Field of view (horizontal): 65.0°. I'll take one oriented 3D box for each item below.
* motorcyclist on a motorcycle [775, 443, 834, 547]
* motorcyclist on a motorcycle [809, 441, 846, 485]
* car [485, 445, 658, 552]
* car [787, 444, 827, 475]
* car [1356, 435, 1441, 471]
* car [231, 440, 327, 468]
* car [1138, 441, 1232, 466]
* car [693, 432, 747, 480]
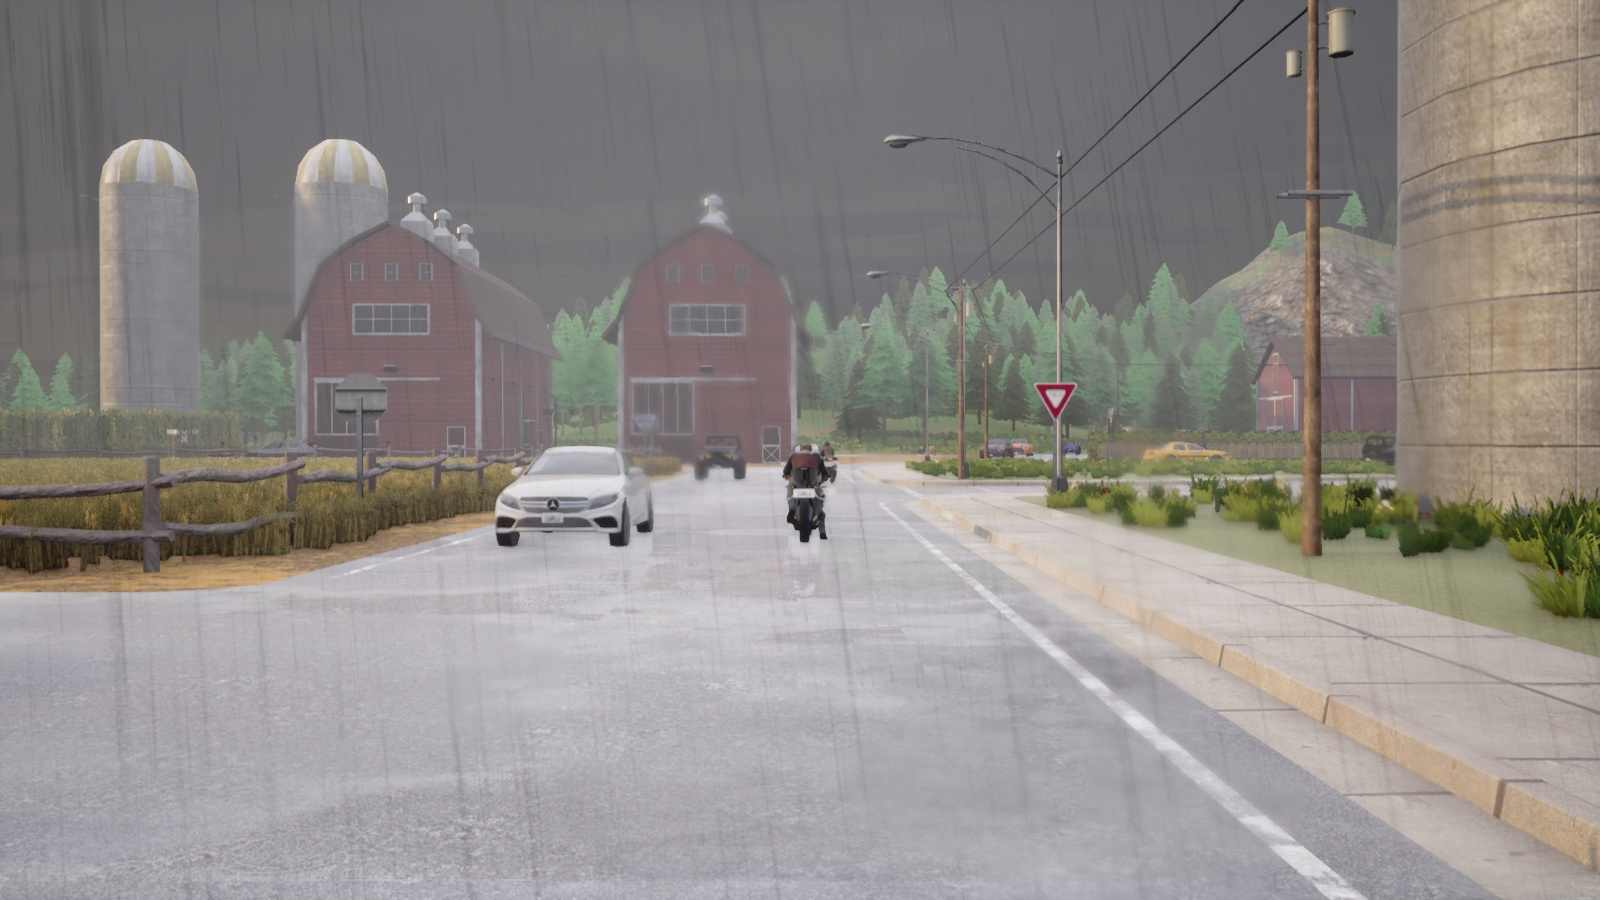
[{"bbox_3d":[0.091,0.665,19.620,0.866,1.530,2.191,0,0,2],"label":"motorcyclist on a motorcycle"},{"bbox_3d":[0.969,0.460,45.227,0.797,1.523,2.044,1,0,-14],"label":"motorcyclist on a motorcycle"},{"bbox_3d":[-3.375,0.654,19.445,1.812,1.442,4.674,0,0,0],"label":"car"},{"bbox_3d":[0.326,0.414,60.140,1.812,1.442,4.674,0,0,0],"label":"car"},{"bbox_3d":[32.458,0.164,68.184,1.905,1.878,3.866,0,0,-24],"label":"car"},{"bbox_3d":[-31.090,0.205,75.043,4.856,1.649,2.033,0,0,-3],"label":"car"},{"bbox_3d":[24.455,0.229,79.882,5.366,1.575,1.801,0,0,0],"label":"car"},{"bbox_3d":[-3.201,0.236,50.981,1.905,1.878,3.866,0,0,0],"label":"car"}]
